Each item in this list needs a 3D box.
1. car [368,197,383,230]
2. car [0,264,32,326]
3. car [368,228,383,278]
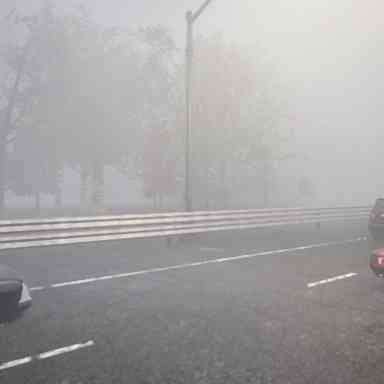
[{"bbox_3d":[10.276,1.212,15.106,5.566,2.045,2.150,0,0,-34],"label":"car"},{"bbox_3d":[-4.865,1.598,4.562,4.718,1.301,1.895,0,0,-36],"label":"car"},{"bbox_3d":[6.516,1.595,8.286,4.718,1.301,1.895,0,0,-35],"label":"car"}]
